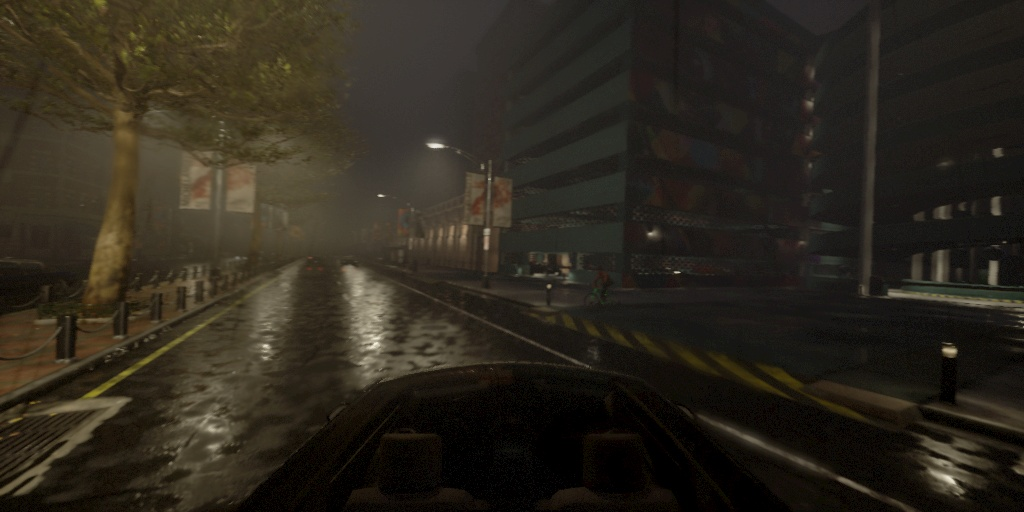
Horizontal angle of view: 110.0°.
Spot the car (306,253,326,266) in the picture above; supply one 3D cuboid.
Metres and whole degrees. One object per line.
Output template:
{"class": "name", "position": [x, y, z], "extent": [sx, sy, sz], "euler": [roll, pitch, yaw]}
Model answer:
{"class": "car", "position": [-23.736, 0.426, 43.485], "extent": [2.128, 1.511, 4.902], "euler": [2, 0, -28]}

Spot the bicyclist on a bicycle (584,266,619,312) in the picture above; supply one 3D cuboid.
{"class": "bicyclist on a bicycle", "position": [3.248, 1.207, 12.933], "extent": [1.656, 1.620, 0.582], "euler": [2, 0, -28]}

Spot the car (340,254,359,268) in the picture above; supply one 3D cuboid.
{"class": "car", "position": [-19.837, 0.688, 43.583], "extent": [1.895, 1.301, 4.718], "euler": [2, 0, -28]}

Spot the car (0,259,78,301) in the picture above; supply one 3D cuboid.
{"class": "car", "position": [-15.751, 0.759, 10.772], "extent": [1.895, 1.301, 4.718], "euler": [2, 0, -27]}
